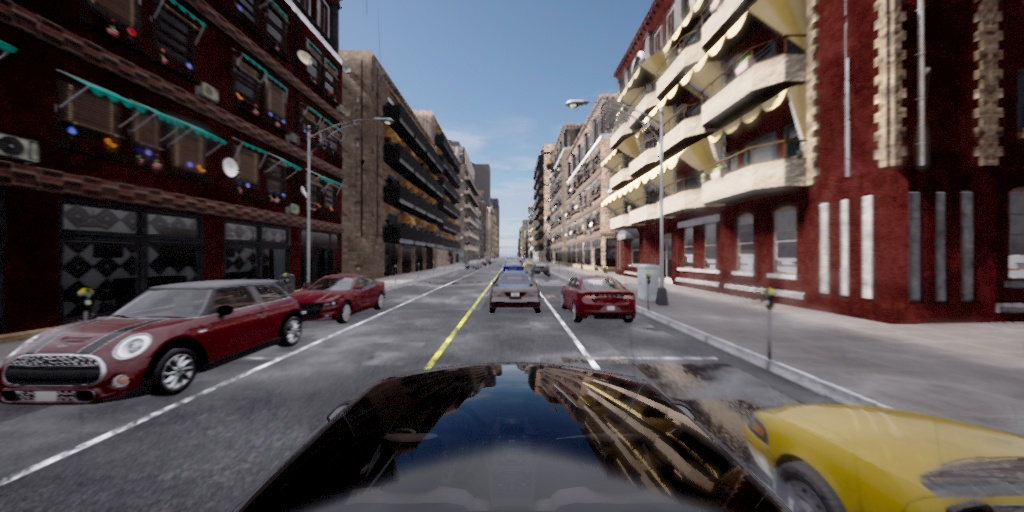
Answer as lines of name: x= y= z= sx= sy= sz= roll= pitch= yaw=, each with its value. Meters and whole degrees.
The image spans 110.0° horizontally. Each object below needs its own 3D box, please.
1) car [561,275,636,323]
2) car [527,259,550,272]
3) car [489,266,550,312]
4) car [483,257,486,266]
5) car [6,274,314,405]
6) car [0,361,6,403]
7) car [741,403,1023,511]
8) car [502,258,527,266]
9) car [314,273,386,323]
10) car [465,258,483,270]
car: x=2.692 y=1.285 z=12.000 sx=1.888 sy=1.381 sz=4.507 roll=0 pitch=0 yaw=0
car: x=2.699 y=1.267 z=34.545 sx=2.007 sy=1.370 sz=4.403 roll=0 pitch=0 yaw=0
car: x=0.103 y=1.285 z=14.043 sx=2.033 sy=1.411 sz=5.357 roll=0 pitch=0 yaw=0
car: x=-5.676 y=1.243 z=57.096 sx=2.007 sy=1.370 sz=4.403 roll=0 pitch=0 yaw=0
car: x=-5.691 y=1.186 z=6.370 sx=1.967 sy=1.591 sz=4.097 roll=0 pitch=0 yaw=0
car: x=-5.692 y=1.066 z=0.734 sx=2.192 sy=1.841 sz=5.009 roll=0 pitch=0 yaw=0
car: x=2.689 y=1.276 z=0.898 sx=1.751 sy=1.417 sz=4.829 roll=0 pitch=0 yaw=0
car: x=0.109 y=1.196 z=32.856 sx=1.882 sy=1.535 sz=5.008 roll=0 pitch=0 yaw=0
car: x=-5.688 y=1.285 z=12.007 sx=1.888 sy=1.381 sz=4.507 roll=0 pitch=0 yaw=0
car: x=-5.677 y=1.249 z=51.459 sx=2.007 sy=1.370 sz=4.403 roll=0 pitch=0 yaw=0
